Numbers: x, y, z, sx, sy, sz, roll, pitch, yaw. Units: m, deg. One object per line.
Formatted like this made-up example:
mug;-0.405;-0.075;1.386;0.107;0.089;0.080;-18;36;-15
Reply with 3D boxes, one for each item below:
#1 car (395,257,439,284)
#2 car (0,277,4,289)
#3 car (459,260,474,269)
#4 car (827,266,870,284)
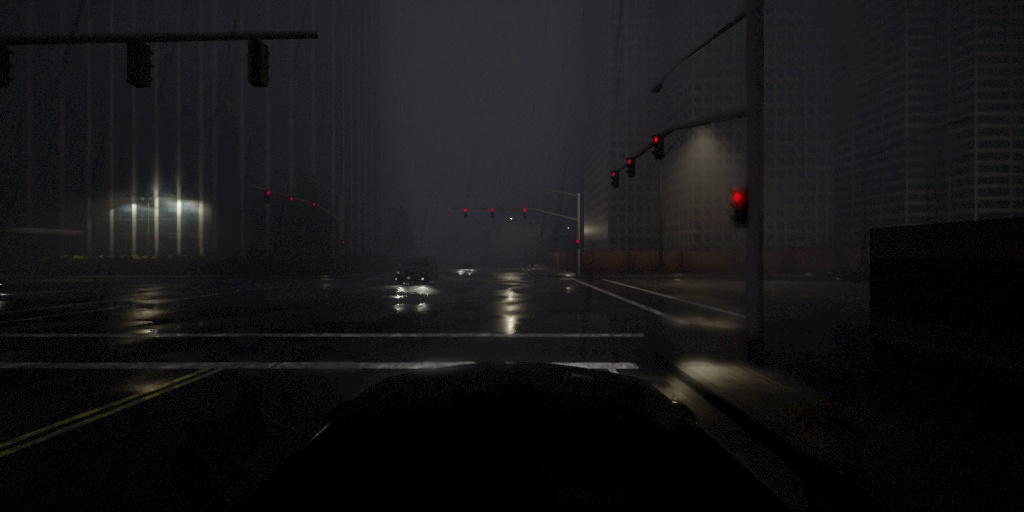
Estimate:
car;-7.008;1.102;27.073;2.150;2.045;5.566;0;0;0
car;-29.836;1.100;18.654;4.553;1.767;2.097;0;0;0
car;-7.021;1.287;55.641;1.895;1.301;4.718;0;0;0
car;26.051;1.348;26.224;4.718;1.301;1.895;0;0;1
